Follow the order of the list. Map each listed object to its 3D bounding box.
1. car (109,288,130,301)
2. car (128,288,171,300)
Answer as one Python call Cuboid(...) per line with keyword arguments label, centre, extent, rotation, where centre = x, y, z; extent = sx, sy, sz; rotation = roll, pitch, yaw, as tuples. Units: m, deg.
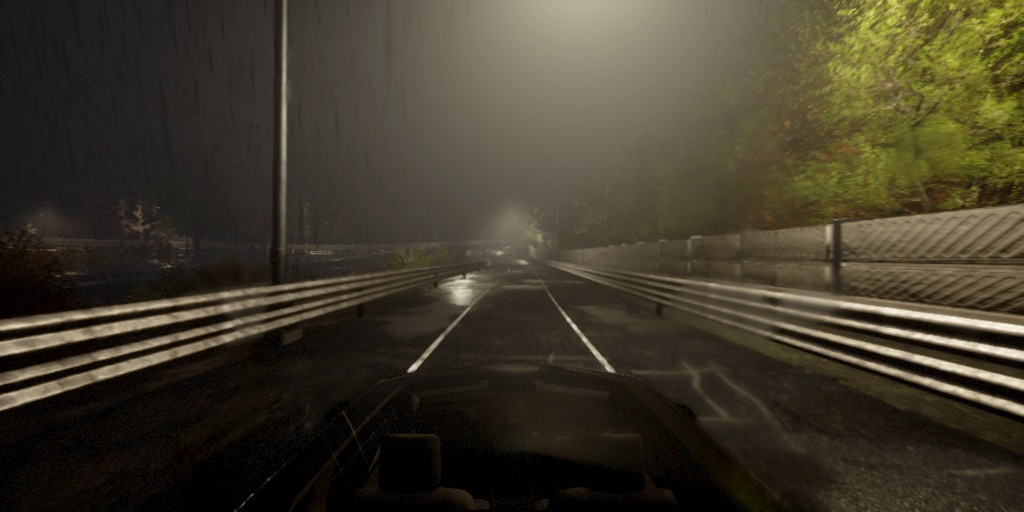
Cuboid(label="car", centre=(-46.243, 4.787, 44.891), extent=(1.837, 1.490, 4.892), rotation=(1, 4, 16))
Cuboid(label="car", centre=(-42.866, 4.836, 43.967), extent=(2.128, 1.511, 4.902), rotation=(1, 4, 16))
